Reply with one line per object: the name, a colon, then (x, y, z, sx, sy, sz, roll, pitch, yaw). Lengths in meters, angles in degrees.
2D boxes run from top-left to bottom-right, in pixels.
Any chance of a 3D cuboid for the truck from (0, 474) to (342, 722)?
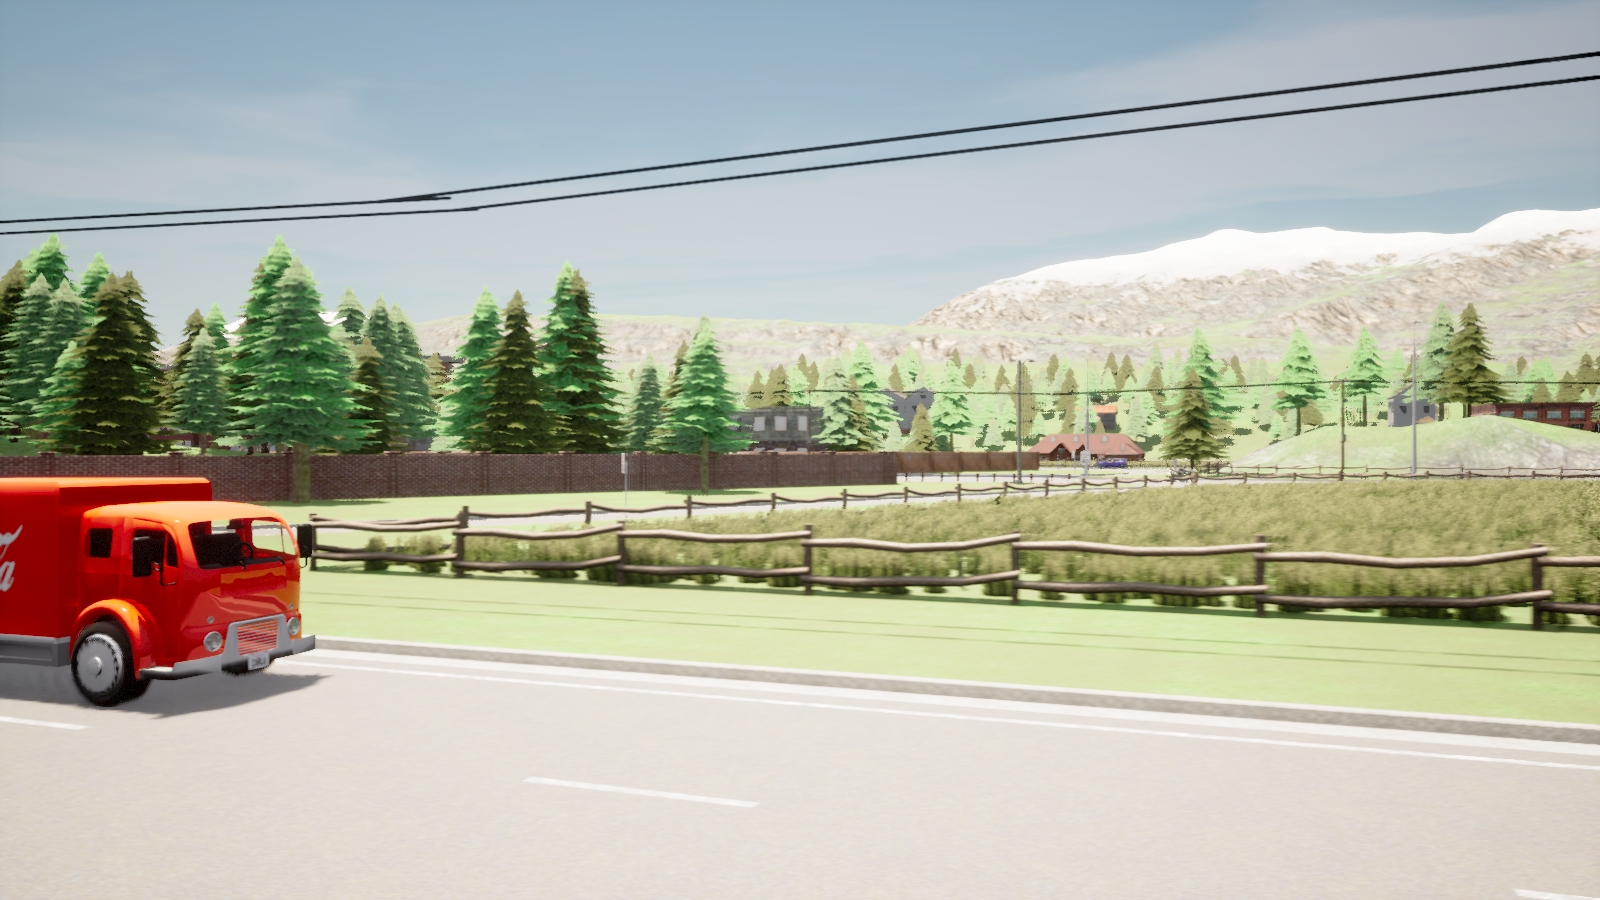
truck: (-8.596, 1.568, 13.876, 5.204, 2.467, 2.627, 0, 0, 20)
